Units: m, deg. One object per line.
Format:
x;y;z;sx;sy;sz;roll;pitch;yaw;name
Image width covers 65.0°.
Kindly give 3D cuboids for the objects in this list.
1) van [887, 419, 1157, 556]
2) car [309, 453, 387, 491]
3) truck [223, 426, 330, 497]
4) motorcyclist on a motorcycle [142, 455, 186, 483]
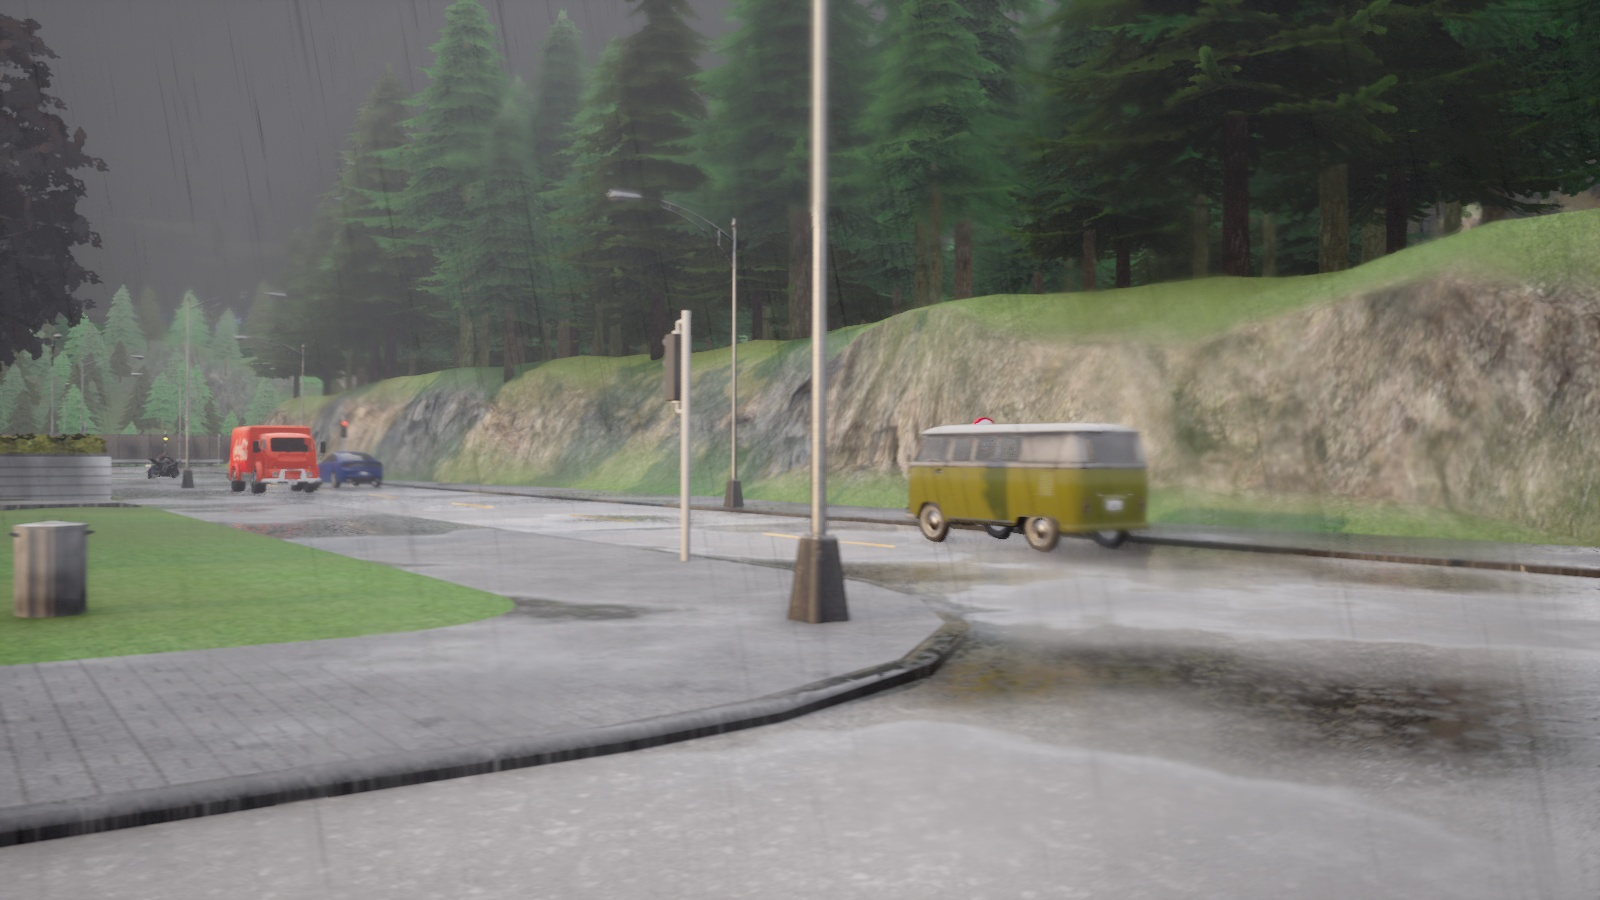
3.477;0.549;20.520;1.775;1.987;4.442;0;0;-33;van
-19.166;0.902;53.098;1.882;1.535;5.008;0;0;-35;car
-19.441;0.419;46.493;2.627;2.467;5.204;0;0;-35;truck
-35.020;1.030;69.163;0.866;1.530;2.191;-1;0;17;motorcyclist on a motorcycle
